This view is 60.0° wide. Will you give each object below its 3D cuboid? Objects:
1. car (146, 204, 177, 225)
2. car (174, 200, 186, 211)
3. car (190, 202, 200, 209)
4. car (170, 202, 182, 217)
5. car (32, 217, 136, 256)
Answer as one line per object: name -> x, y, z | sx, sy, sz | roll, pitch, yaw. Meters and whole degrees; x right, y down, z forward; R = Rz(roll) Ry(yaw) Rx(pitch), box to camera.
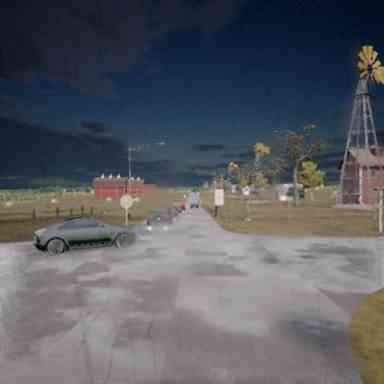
car -> -2.625, 1.968, 28.066 | 1.994, 1.385, 4.181 | 0, -1, 0
car -> -2.455, 2.278, 48.153 | 2.128, 1.511, 4.902 | 0, -1, 1
car -> 0.533, 2.805, 68.816 | 1.812, 1.442, 4.674 | 0, -1, 0
car -> -2.537, 2.144, 37.970 | 1.994, 1.385, 4.181 | 0, -1, 1
car -> -4.562, 1.778, 14.312 | 4.181, 1.385, 1.994 | 0, -1, -33
